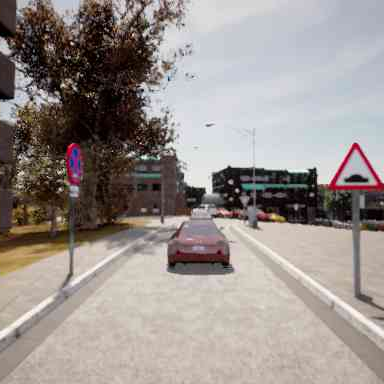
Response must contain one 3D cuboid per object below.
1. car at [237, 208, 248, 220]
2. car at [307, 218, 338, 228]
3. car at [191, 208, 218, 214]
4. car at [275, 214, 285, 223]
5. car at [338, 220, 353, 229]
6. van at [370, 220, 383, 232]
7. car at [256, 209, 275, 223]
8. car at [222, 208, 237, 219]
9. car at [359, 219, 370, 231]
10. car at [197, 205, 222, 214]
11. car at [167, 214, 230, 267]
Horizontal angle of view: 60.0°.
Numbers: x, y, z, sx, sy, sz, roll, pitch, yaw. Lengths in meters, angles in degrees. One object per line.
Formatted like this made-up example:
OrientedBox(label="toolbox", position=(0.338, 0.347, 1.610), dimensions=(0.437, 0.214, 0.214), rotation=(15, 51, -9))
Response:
OrientedBox(label="car", position=(7.813, 3.735, 56.187), dimensions=(2.185, 1.767, 4.553), rotation=(7, -5, -30))
OrientedBox(label="car", position=(22.614, 5.377, 58.810), dimensions=(2.002, 1.452, 4.674), rotation=(7, -4, -29))
OrientedBox(label="car", position=(0.699, 2.183, 25.705), dimensions=(2.033, 1.411, 5.357), rotation=(0, -3, 2))
OrientedBox(label="car", position=(13.643, 4.455, 57.439), dimensions=(1.946, 1.575, 5.366), rotation=(7, -5, -30))
OrientedBox(label="car", position=(25.584, 5.672, 59.321), dimensions=(2.002, 1.452, 4.674), rotation=(8, -5, -29))
OrientedBox(label="van", position=(31.608, 5.994, 60.221), dimensions=(1.878, 1.987, 4.442), rotation=(8, -5, -29))
OrientedBox(label="car", position=(10.810, 3.909, 56.745), dimensions=(2.435, 2.045, 5.566), rotation=(8, -5, -30))
OrientedBox(label="car", position=(4.841, 3.479, 55.690), dimensions=(2.185, 1.767, 4.553), rotation=(5, -4, -31))
OrientedBox(label="car", position=(28.466, 5.927, 59.974), dimensions=(1.946, 1.575, 5.366), rotation=(7, -4, -29))
OrientedBox(label="car", position=(1.961, 3.180, 55.103), dimensions=(2.435, 2.045, 5.566), rotation=(2, -3, -30))
OrientedBox(label="car", position=(0.236, 1.670, 11.750), dimensions=(1.994, 1.385, 4.181), rotation=(0, -1, 1))
